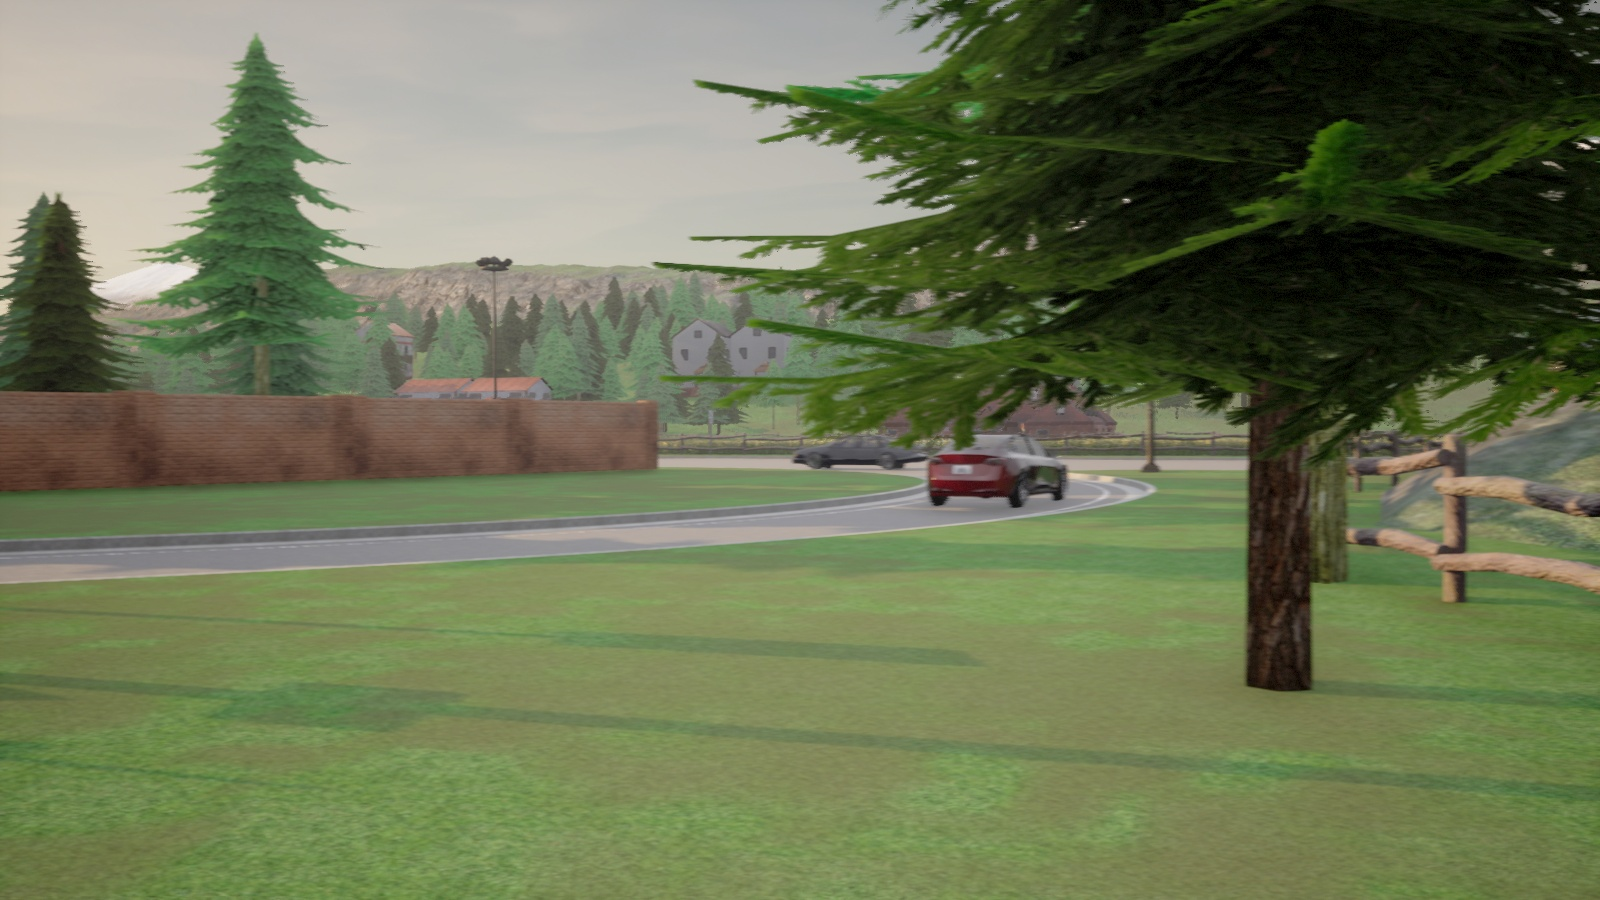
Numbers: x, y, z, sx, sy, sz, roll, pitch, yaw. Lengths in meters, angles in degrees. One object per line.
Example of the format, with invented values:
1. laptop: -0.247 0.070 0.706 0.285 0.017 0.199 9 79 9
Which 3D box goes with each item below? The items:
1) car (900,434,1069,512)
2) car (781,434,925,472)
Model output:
1. car: 4.063 0.415 26.919 2.163 1.488 4.792 1 1 27
2. car: 2.118 0.092 50.114 5.357 1.411 2.033 0 1 19
